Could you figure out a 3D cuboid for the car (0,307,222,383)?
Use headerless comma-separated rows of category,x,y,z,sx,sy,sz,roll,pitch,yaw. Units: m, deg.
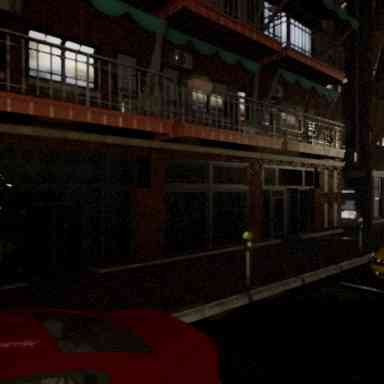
car,-1.775,1.540,1.807,4.507,1.381,1.887,0,0,-41

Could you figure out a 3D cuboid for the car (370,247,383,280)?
car,6.416,1.528,8.973,4.829,1.417,1.752,0,0,-41

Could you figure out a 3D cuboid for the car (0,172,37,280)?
car,-4.619,0.655,3.362,5.566,2.045,2.150,-19,1,5
